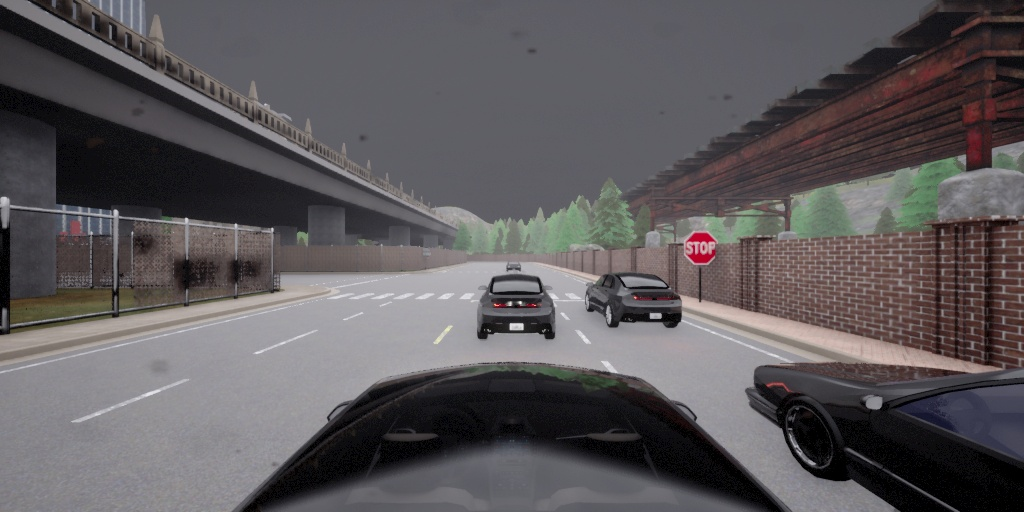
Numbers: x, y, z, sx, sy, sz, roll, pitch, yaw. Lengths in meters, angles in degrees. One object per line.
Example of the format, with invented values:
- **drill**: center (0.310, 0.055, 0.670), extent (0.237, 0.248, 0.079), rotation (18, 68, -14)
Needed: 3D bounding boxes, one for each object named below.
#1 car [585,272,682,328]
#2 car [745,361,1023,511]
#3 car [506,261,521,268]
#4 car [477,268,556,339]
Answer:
- **car**: center (3.603, 1.255, 11.386), extent (1.837, 1.490, 4.892), rotation (0, 0, 0)
- **car**: center (3.600, 1.297, 1.640), extent (2.033, 1.411, 5.357), rotation (0, 0, 0)
- **car**: center (0.196, 1.351, 46.310), extent (1.895, 1.301, 4.718), rotation (0, 0, -1)
- **car**: center (0.101, 1.255, 10.028), extent (1.837, 1.490, 4.892), rotation (0, 0, 0)
